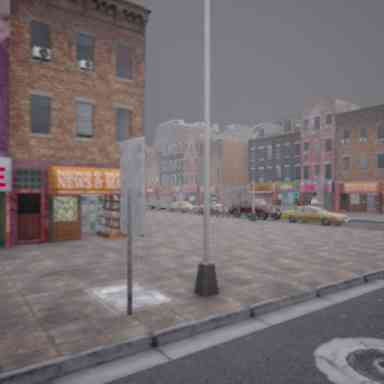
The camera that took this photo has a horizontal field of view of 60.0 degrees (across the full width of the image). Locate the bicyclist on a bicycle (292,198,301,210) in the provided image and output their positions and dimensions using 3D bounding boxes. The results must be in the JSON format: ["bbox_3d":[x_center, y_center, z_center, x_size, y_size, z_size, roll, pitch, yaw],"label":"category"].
[{"bbox_3d":[9.872,1.374,31.362,1.656,1.620,0.582,0,0,-36],"label":"bicyclist on a bicycle"}]

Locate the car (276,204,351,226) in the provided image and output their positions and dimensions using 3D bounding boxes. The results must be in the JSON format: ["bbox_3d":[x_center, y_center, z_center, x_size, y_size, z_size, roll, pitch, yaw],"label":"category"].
[{"bbox_3d":[8.594,1.572,23.444,1.752,1.417,4.829,0,0,-36],"label":"car"}]

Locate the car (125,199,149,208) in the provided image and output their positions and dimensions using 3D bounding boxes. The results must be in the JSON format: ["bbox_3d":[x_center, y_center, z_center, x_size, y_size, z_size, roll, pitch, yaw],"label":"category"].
[{"bbox_3d":[-8.735,1.743,52.367,1.895,1.301,4.718,0,0,-36],"label":"car"}]

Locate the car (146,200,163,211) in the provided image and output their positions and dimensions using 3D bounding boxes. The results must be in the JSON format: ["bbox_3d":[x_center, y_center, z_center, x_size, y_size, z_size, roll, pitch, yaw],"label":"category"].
[{"bbox_3d":[-4.195,1.671,41.318,1.947,1.339,4.313,0,0,-36],"label":"car"}]

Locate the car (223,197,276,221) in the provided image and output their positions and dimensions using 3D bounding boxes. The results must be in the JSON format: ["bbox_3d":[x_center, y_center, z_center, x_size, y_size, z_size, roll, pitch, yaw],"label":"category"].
[{"bbox_3d":[5.322,1.376,28.017,2.192,1.841,5.009,0,0,-36],"label":"car"}]

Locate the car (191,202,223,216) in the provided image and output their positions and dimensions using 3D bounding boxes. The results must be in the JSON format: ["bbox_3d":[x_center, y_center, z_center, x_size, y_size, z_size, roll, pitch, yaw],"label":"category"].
[{"bbox_3d":[2.150,1.658,32.450,1.802,1.307,4.206,0,0,-36],"label":"car"}]

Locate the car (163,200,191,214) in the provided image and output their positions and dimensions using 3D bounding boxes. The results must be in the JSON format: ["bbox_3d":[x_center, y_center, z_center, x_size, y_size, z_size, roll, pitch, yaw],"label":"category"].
[{"bbox_3d":[-0.923,1.615,36.746,1.752,1.417,4.829,0,0,-36],"label":"car"}]
